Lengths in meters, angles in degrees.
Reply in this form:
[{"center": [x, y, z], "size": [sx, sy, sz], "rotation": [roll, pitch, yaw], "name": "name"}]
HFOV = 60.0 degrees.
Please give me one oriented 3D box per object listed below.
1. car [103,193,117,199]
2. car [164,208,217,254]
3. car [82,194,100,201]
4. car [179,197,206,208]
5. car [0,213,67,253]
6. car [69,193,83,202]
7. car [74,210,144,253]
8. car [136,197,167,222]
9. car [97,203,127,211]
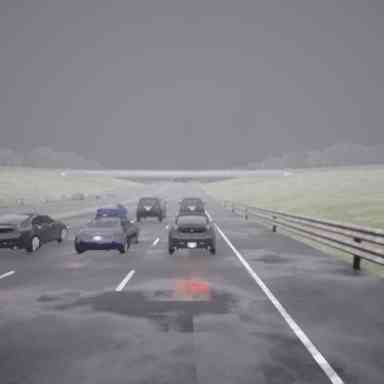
[{"center": [-17.476, 1.127, 70.973], "size": [2.097, 1.767, 4.553], "rotation": [0, 1, 0], "name": "car"}, {"center": [0.008, 1.651, 14.287], "size": [1.837, 1.490, 4.892], "rotation": [0, 0, 0], "name": "car"}, {"center": [-20.976, 1.297, 70.948], "size": [2.128, 1.511, 4.902], "rotation": [0, 1, 0], "name": "car"}, {"center": [0.010, 1.457, 29.019], "size": [2.150, 2.045, 5.566], "rotation": [0, 0, 0], "name": "car"}, {"center": [-6.991, 1.651, 14.307], "size": [1.837, 1.490, 4.892], "rotation": [0, 0, 0], "name": "car"}, {"center": [-24.476, 1.126, 70.976], "size": [2.097, 1.767, 4.553], "rotation": [0, 1, 0], "name": "car"}, {"center": [-3.492, 1.708, 14.324], "size": [1.994, 1.385, 4.181], "rotation": [0, -1, 0], "name": "car"}, {"center": [-3.489, 1.457, 29.016], "size": [2.150, 2.045, 5.566], "rotation": [0, 0, 0], "name": "car"}, {"center": [-6.986, 1.719, 29.475], "size": [1.882, 1.535, 5.008], "rotation": [0, 0, 0], "name": "car"}]
